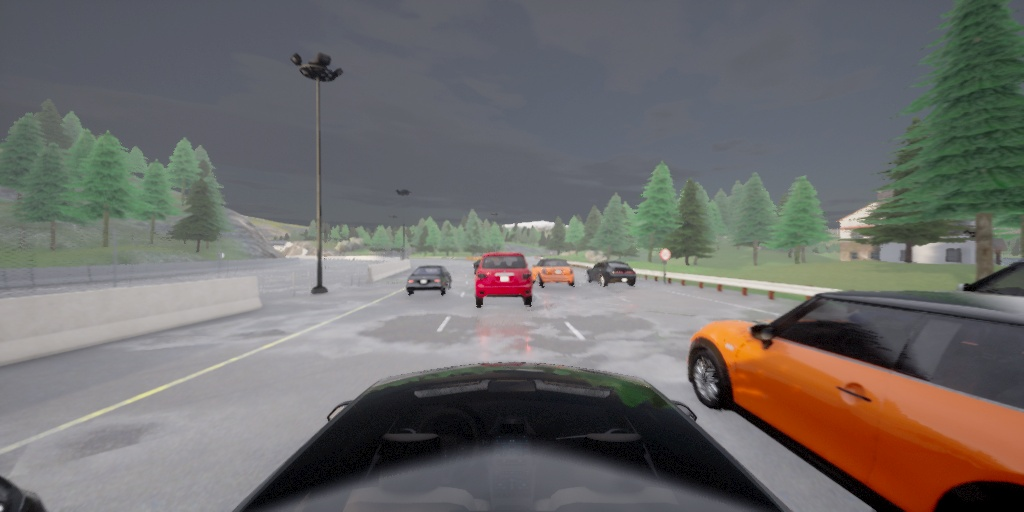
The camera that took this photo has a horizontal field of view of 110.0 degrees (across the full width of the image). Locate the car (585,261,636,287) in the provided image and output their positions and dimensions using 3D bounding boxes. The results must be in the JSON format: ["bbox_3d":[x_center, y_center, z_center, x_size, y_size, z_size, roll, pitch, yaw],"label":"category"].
[{"bbox_3d":[5.974,1.059,22.170,1.837,1.490,4.892,0,0,-6],"label":"car"}]

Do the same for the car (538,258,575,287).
[{"bbox_3d":[2.412,0.919,22.535,2.097,1.767,4.553,0,0,-6],"label":"car"}]

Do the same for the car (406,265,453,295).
[{"bbox_3d":[-4.202,1.176,18.721,2.033,1.411,5.357,0,0,-5],"label":"car"}]

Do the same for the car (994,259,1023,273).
[{"bbox_3d":[7.031,0.921,3.895,2.150,2.045,5.566,0,0,-1],"label":"car"}]

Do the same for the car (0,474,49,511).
[{"bbox_3d":[-3.471,1.343,0.141,1.994,1.385,4.181,0,0,0],"label":"car"}]

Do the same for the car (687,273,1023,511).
[{"bbox_3d":[3.514,1.074,3.204,2.097,1.767,4.553,0,0,0],"label":"car"}]

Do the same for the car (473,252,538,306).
[{"bbox_3d":[-0.435,0.863,15.166,2.150,2.045,5.566,0,1,-4],"label":"car"}]
